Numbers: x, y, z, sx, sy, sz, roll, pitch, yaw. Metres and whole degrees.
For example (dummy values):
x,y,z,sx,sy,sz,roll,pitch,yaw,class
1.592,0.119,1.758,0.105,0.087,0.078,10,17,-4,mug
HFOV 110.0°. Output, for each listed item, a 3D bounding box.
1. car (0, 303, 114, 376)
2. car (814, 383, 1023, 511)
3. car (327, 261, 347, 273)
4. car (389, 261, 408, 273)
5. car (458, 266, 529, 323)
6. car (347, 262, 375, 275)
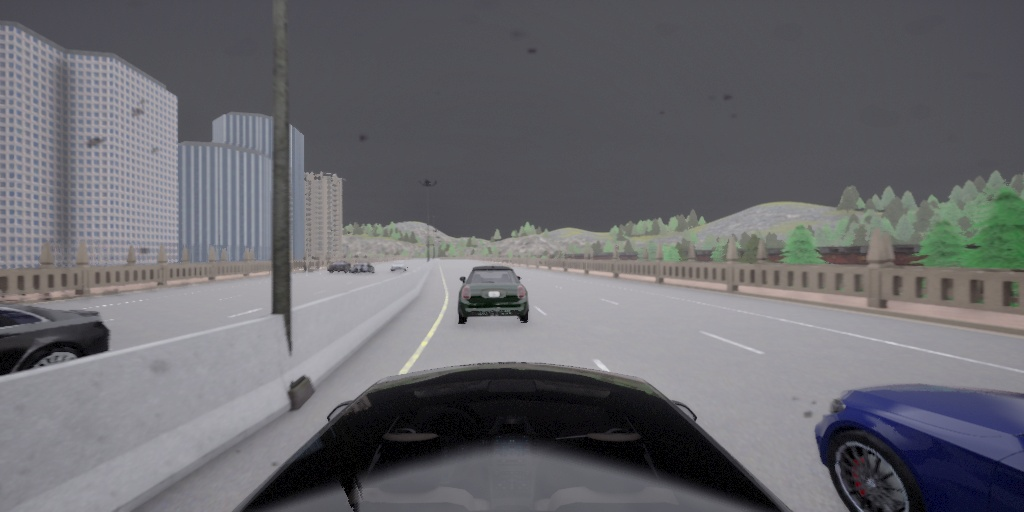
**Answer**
x,y,z,sx,sy,sz,roll,pitch,yaw,class
-7.264,1.271,3.614,2.128,1.511,4.902,0,0,-2,car
3.464,1.261,1.044,1.812,1.442,4.674,0,0,0,car
-21.398,1.384,44.877,2.033,1.411,5.357,0,0,-12,car
-14.543,1.333,46.289,1.812,1.442,4.674,0,0,-12,car
-0.717,1.105,12.303,2.097,1.767,4.553,0,0,-6,car
-17.021,1.382,41.003,1.994,1.385,4.181,0,0,-12,car
